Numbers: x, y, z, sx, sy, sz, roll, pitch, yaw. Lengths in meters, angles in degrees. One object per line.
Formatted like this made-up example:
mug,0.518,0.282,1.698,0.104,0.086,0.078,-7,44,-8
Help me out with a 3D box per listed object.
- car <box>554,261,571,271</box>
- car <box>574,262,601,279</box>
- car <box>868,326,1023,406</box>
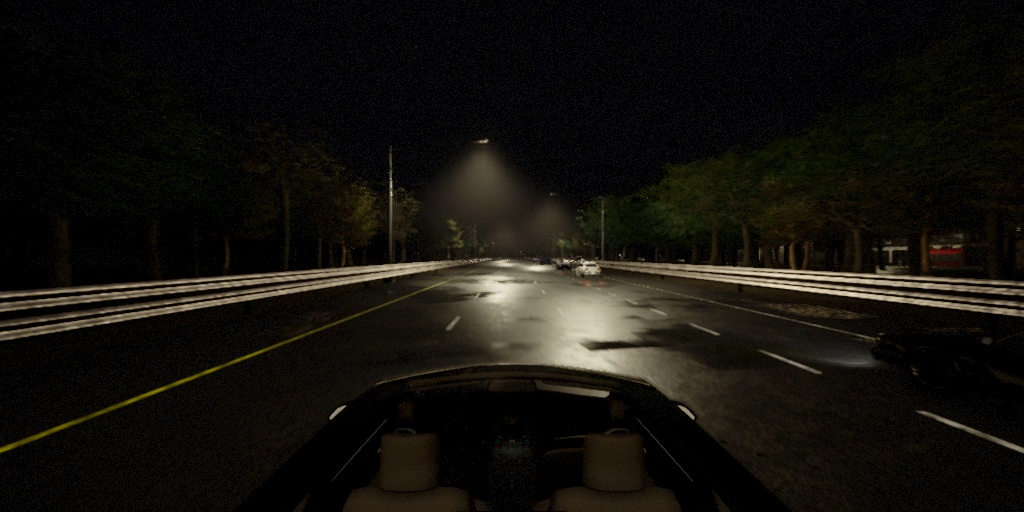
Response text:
car,7.102,1.385,50.535,1.895,1.301,4.718,0,0,0
car,7.040,1.299,33.433,1.812,1.442,4.674,0,0,0
car,6.999,1.299,3.583,2.033,1.411,5.357,0,0,0
